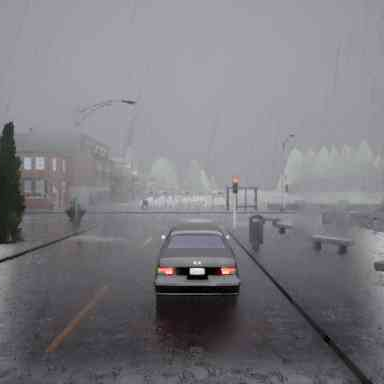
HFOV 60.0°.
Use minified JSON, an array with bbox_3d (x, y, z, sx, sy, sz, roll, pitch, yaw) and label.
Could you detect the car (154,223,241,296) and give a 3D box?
[{"bbox_3d":[0.101,1.547,8.808,2.033,1.411,5.357,0,0,0],"label":"car"}]
